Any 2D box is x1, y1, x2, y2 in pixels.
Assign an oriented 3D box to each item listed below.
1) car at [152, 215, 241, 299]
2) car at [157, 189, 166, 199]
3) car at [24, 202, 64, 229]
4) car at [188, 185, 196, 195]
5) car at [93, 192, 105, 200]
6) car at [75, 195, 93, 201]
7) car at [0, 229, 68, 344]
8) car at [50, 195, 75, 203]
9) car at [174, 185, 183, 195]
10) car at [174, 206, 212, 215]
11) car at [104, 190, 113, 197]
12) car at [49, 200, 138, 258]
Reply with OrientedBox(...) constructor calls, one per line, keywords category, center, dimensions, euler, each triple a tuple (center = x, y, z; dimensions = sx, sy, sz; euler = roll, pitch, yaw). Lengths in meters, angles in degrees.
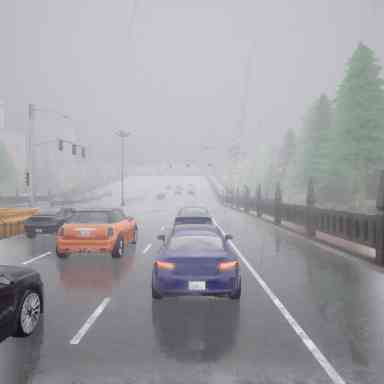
OrientedBox(category="car", center=(0.083, 1.526, 8.305), dimensions=(1.812, 1.442, 4.674), euler=(0, 0, 0))
OrientedBox(category="car", center=(-7.120, 0.771, 78.054), dimensions=(2.033, 1.411, 5.357), euler=(0, 6, 0))
OrientedBox(category="car", center=(-6.940, 1.505, 17.477), dimensions=(1.837, 1.490, 4.892), euler=(0, 0, 0))
OrientedBox(category="car", center=(-0.098, -0.069, 86.023), dimensions=(1.882, 1.535, 5.008), euler=(0, 7, 0))
OrientedBox(category="car", center=(-21.143, 1.149, 72.917), dimensions=(1.994, 1.385, 4.181), euler=(0, 3, 0))
OrientedBox(category="car", center=(-21.159, 1.507, 63.181), dimensions=(2.033, 1.411, 5.357), euler=(0, 1, 0))
OrientedBox(category="car", center=(-3.410, 1.492, 3.720), dimensions=(2.128, 1.511, 4.902), euler=(0, 0, 0))
OrientedBox(category="car", center=(-21.189, 1.351, 53.797), dimensions=(2.097, 1.767, 4.553), euler=(0, 0, 0))
OrientedBox(category="car", center=(-3.598, -0.047, 86.036), dimensions=(1.837, 1.490, 4.892), euler=(0, 7, 0))
OrientedBox(category="car", center=(0.062, 1.478, 17.636), dimensions=(1.882, 1.535, 5.008), euler=(0, 0, 0))
OrientedBox(category="car", center=(-21.108, 0.300, 83.145), dimensions=(2.128, 1.511, 4.902), euler=(0, 6, 0))
OrientedBox(category="car", center=(-3.428, 1.352, 12.836), dimensions=(2.097, 1.767, 4.553), euler=(0, 0, 0))
